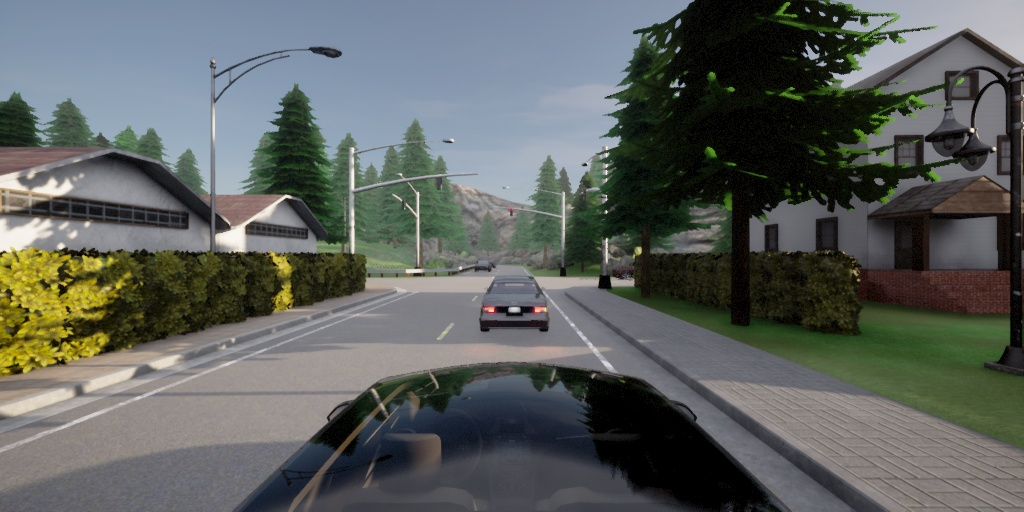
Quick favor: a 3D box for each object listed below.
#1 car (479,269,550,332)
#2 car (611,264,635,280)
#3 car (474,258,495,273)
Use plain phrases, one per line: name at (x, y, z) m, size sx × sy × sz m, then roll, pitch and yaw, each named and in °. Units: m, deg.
car at (0.071, 1.297, 10.848) m, size 2.033 × 1.411 × 5.357 m, roll 0°, pitch 0°, yaw 0°
car at (10.877, 1.211, 29.957) m, size 5.008 × 1.535 × 1.882 m, roll 0°, pitch 0°, yaw 0°
car at (-3.583, 1.225, 44.913) m, size 1.882 × 1.535 × 5.008 m, roll 0°, pitch 0°, yaw 0°
